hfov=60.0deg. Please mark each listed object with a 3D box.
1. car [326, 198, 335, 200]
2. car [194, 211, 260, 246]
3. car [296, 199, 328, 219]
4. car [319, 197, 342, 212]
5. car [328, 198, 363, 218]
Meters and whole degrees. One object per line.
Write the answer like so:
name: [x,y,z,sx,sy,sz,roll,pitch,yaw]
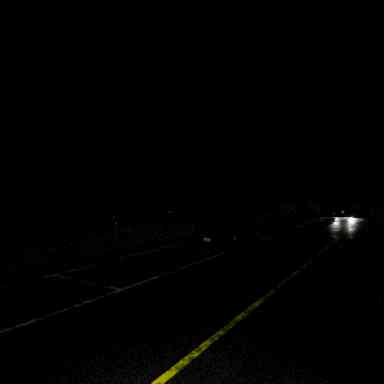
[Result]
car: [13.342,1.567,34.179,1.947,1.339,4.313,0,0,32]
car: [1.756,1.566,15.359,1.947,1.339,4.313,0,0,32]
car: [10.446,1.582,29.474,1.802,1.307,4.206,0,0,32]
car: [16.239,1.441,38.884,1.967,1.590,4.097,0,0,32]
car: [14.080,1.565,30.452,1.994,1.385,4.181,0,0,32]
